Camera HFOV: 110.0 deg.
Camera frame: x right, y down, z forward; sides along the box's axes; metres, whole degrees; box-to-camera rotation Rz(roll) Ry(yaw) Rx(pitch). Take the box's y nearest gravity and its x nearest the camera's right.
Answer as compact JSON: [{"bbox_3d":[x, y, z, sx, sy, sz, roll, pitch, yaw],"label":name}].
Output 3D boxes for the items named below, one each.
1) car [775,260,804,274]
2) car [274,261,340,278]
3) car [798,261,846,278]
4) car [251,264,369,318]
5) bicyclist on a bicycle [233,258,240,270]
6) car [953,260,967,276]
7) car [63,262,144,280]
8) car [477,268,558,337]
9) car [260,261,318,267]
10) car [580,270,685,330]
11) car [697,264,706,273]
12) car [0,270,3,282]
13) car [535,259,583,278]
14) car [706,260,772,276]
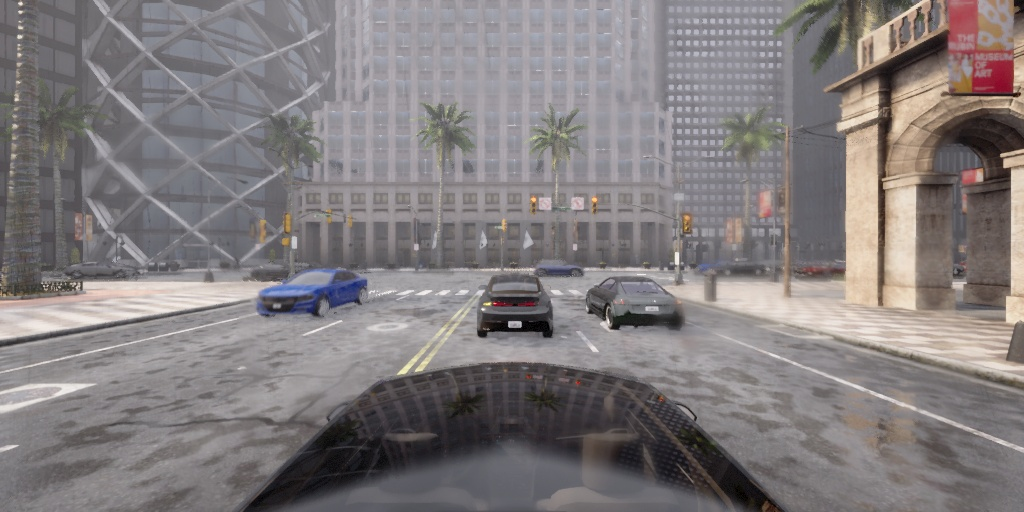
[{"bbox_3d":[33.022,1.241,40.228,4.902,1.511,2.128,0,0,0],"label":"car"},{"bbox_3d":[-18.825,1.227,33.095,5.008,1.535,1.882,0,0,-1],"label":"car"},{"bbox_3d":[29.725,1.351,33.038,4.718,1.301,1.895,0,0,0],"label":"car"},{"bbox_3d":[-7.043,1.227,13.253,1.882,1.535,5.008,0,0,0],"label":"car"},{"bbox_3d":[-35.744,1.050,46.596,0.582,1.620,1.656,0,0,-12],"label":"bicyclist on a bicycle"},{"bbox_3d":[43.022,1.242,36.681,4.902,1.511,2.128,0,0,0],"label":"car"},{"bbox_3d":[-35.550,1.241,31.375,4.902,1.511,2.128,0,0,-19],"label":"car"},{"bbox_3d":[0.078,1.255,10.283,1.837,1.490,4.892,0,0,0],"label":"car"},{"bbox_3d":[-18.833,1.275,29.468,4.674,1.442,1.812,0,0,2],"label":"car"},{"bbox_3d":[3.582,1.314,11.148,1.994,1.385,4.181,0,0,0],"label":"car"},{"bbox_3d":[23.449,1.228,40.259,5.008,1.535,1.882,0,0,0],"label":"car"},{"bbox_3d":[-39.836,1.297,25.955,5.357,1.411,2.033,0,0,-29],"label":"car"},{"bbox_3d":[4.296,1.102,33.113,4.553,1.767,2.097,0,0,0],"label":"car"},{"bbox_3d":[23.188,1.228,36.759,5.008,1.535,1.882,0,0,0],"label":"car"}]
